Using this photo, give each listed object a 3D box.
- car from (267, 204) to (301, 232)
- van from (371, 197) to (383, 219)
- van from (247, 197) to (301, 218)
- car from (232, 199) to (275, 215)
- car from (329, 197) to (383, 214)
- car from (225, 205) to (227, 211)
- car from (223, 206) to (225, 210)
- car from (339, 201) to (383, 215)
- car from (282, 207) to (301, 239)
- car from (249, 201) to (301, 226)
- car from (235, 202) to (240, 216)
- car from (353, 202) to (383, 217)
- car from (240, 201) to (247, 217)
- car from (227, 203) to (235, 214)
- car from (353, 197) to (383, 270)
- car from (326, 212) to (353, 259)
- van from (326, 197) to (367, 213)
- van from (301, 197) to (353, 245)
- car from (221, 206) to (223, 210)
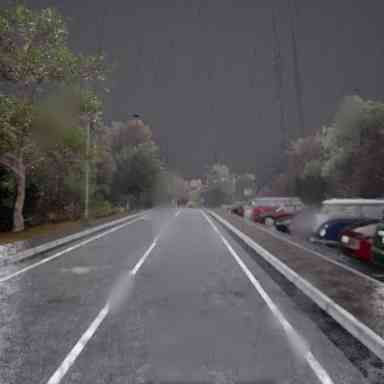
[{"bbox_3d":[6.959,1.609,18.575,4.792,1.488,2.163,0,-1,0],"label":"car"},{"bbox_3d":[20.139,1.530,32.298,4.442,1.987,1.878,0,-1,0],"label":"van"},{"bbox_3d":[7.077,1.462,26.906,4.442,1.987,1.878,0,-1,0],"label":"van"},{"bbox_3d":[6.954,1.711,38.003,4.553,1.767,2.185,0,-1,0],"label":"car"},{"bbox_3d":[20.022,1.621,40.604,5.566,2.045,2.435,0,-1,0],"label":"car"},{"bbox_3d":[6.920,1.880,40.778,5.008,1.535,2.097,0,-1,0],"label":"car"},{"bbox_3d":[6.910,1.933,43.550,4.892,1.521,2.231,0,-1,0],"label":"car"},{"bbox_3d":[19.818,1.827,37.831,5.366,1.575,1.946,0,-1,0],"label":"car"},{"bbox_3d":[7.001,1.583,15.798,4.674,1.452,2.002,0,-1,0],"label":"car"},{"bbox_3d":[6.976,1.652,24.126,5.008,1.535,2.097,0,-1,0],"label":"car"},{"bbox_3d":[6.971,1.791,32.454,4.792,1.488,2.163,0,-1,0],"label":"car"},{"bbox_3d":[20.007,1.793,35.065,4.892,1.521,2.231,0,-1,0],"label":"car"},{"bbox_3d":[6.954,1.765,29.678,4.674,1.452,2.002,0,-1,0],"label":"car"},{"bbox_3d":[6.904,1.546,35.233,5.566,2.045,2.435,0,-1,0],"label":"car"},{"bbox_3d":[7.055,1.198,7.490,5.566,2.045,2.435,0,0,0],"label":"car"},{"bbox_3d":[7.047,1.500,10.241,4.792,1.488,2.163,0,0,0],"label":"car"},{"bbox_3d":[20.102,1.701,43.496,4.442,1.987,1.878,0,-1,0],"label":"van"},{"bbox_3d":[6.891,1.281,13.025,4.442,1.987,1.878,0,-1,0],"label":"van"},{"bbox_3d":[6.709,1.989,46.317,5.366,1.575,1.946,0,-1,0],"label":"car"}]
